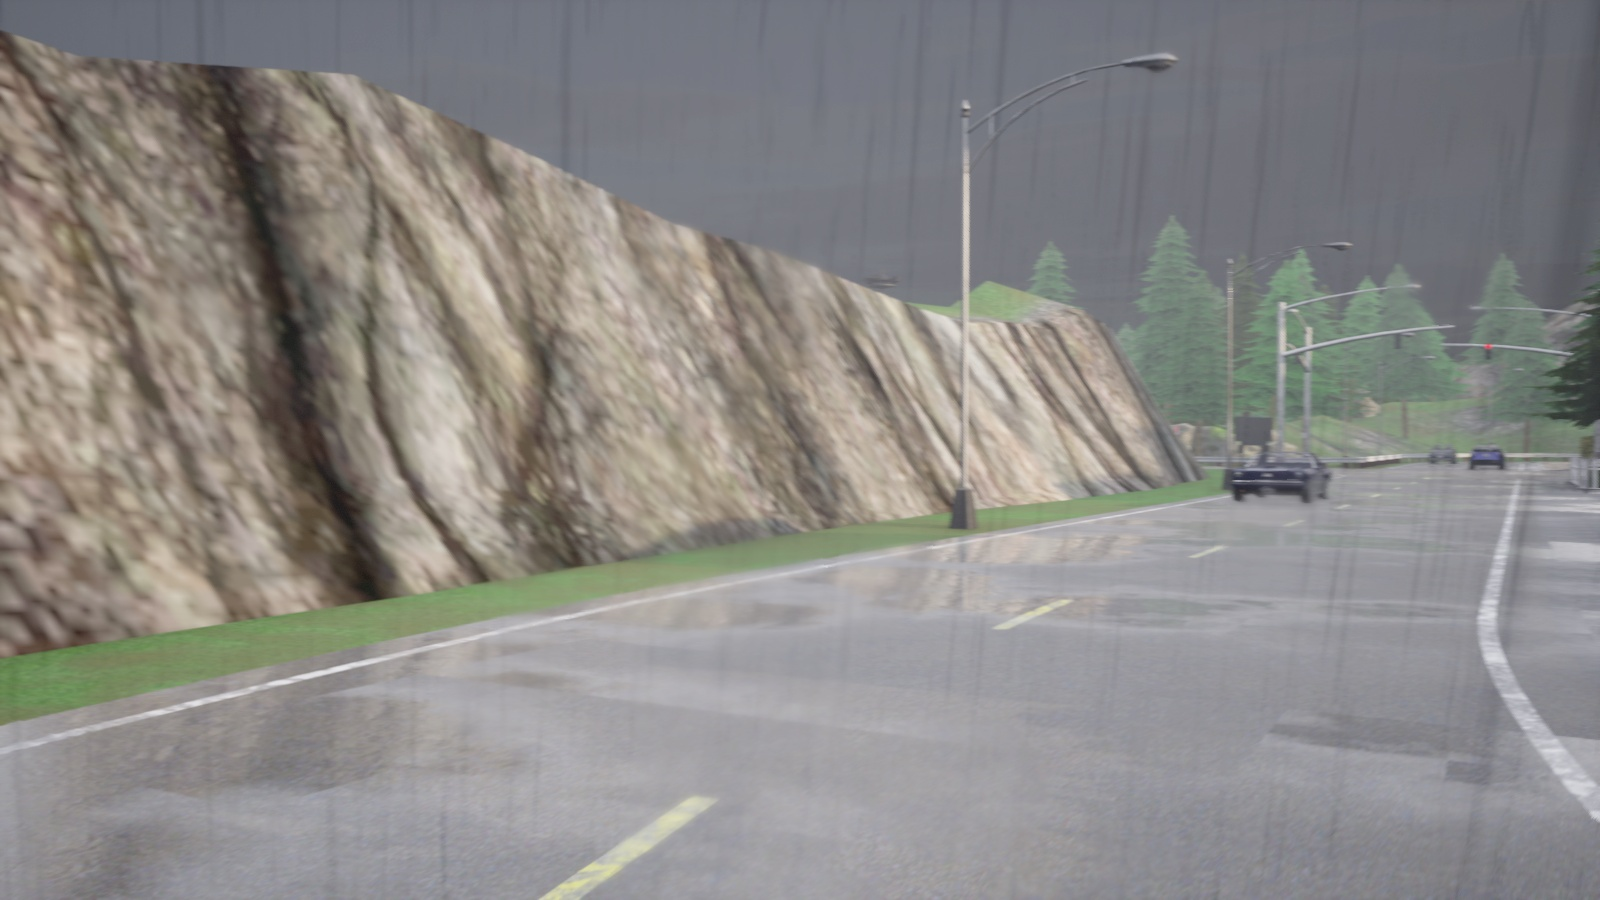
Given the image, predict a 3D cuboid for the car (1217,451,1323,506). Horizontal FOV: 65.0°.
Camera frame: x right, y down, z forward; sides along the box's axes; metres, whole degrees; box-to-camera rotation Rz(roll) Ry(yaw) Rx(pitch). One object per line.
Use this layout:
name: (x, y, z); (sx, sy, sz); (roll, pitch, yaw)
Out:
car: (12.410, 0.705, 32.980); (1.895, 1.301, 4.718); (0, 0, 30)

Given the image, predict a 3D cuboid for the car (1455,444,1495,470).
car: (40.861, 0.418, 75.936); (2.007, 1.525, 4.514); (0, 0, 30)
